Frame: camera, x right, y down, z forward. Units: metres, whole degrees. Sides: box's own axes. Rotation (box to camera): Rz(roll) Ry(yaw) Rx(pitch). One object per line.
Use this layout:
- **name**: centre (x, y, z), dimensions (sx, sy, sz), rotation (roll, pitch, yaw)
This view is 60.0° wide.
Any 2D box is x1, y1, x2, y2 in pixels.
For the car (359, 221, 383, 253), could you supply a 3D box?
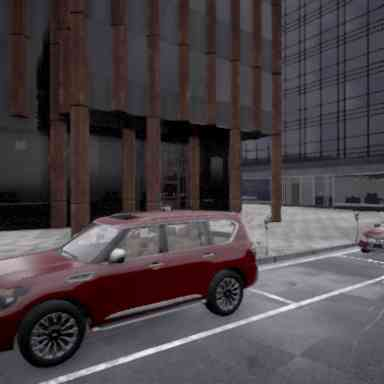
- **car**: centre (7.866, 1.551, 12.257), dimensions (4.206, 1.307, 1.802), rotation (0, 0, -35)

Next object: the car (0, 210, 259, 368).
- **car**: centre (-0.990, 1.310, 5.944), dimensions (5.009, 1.841, 2.192), rotation (0, 0, -35)
